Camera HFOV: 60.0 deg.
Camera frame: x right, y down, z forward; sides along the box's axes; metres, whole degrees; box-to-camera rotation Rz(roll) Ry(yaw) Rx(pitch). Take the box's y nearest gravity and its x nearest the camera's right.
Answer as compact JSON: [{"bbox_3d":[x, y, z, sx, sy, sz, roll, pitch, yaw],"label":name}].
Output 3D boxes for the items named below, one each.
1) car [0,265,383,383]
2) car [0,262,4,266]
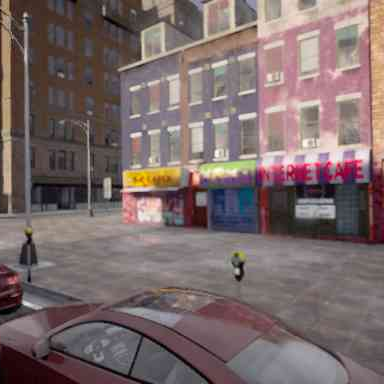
[{"bbox_3d":[-0.372,1.584,3.091,4.206,1.307,1.802,0,-1,36],"label":"car"},{"bbox_3d":[-4.799,1.590,6.250,4.206,1.307,1.802,0,-1,36],"label":"car"}]
